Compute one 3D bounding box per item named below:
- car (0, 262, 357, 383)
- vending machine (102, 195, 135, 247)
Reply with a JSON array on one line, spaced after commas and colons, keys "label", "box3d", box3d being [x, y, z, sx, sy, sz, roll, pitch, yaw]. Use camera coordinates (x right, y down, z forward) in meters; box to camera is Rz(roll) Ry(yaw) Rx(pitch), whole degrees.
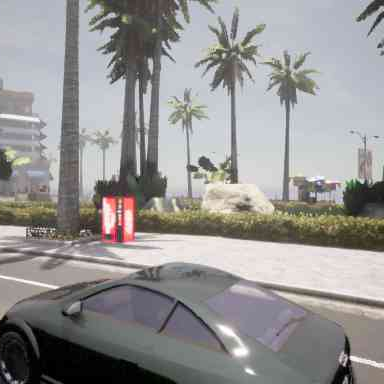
[{"label": "car", "box3d": [-0.412, 1.564, 3.876, 4.181, 1.385, 1.994, 0, 0, 32]}, {"label": "vending machine", "box3d": [-3.134, 1.195, 14.185, 0.880, 2.100, 1.100, 0, 0, 27]}]
